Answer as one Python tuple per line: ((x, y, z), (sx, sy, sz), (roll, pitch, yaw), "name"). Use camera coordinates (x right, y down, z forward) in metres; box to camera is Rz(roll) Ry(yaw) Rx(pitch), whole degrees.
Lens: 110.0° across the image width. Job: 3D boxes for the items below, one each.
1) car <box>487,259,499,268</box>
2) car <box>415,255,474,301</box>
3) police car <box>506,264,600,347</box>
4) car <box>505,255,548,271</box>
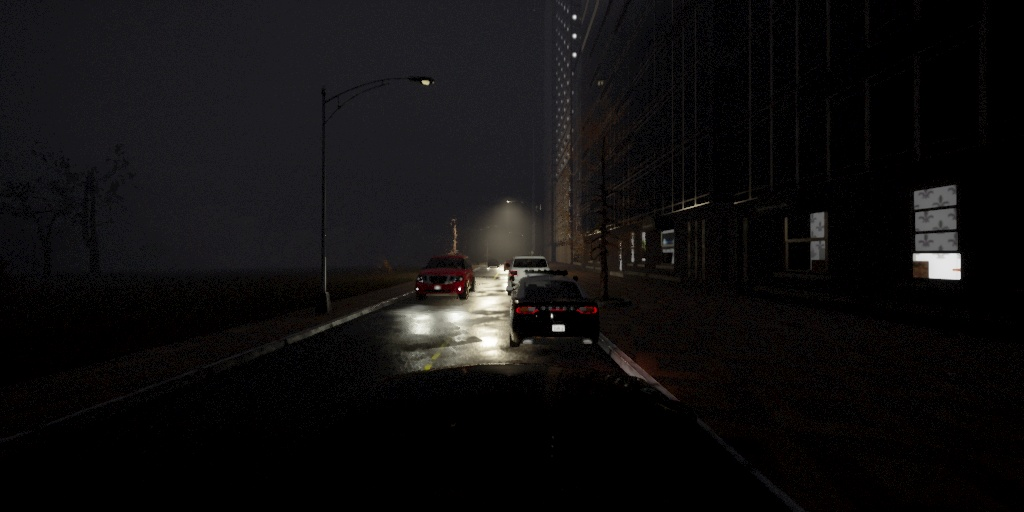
((-3.215, 1.216, 61.708), (1.882, 1.535, 5.008), (0, 0, 0), "car")
((-3.138, 0.969, 17.827), (2.150, 2.045, 5.566), (0, 0, 0), "car")
((0.881, 1.174, 9.430), (1.930, 1.638, 5.238), (0, 0, 0), "police car")
((0.857, 0.972, 19.351), (2.150, 2.045, 5.566), (0, 0, 0), "car")
